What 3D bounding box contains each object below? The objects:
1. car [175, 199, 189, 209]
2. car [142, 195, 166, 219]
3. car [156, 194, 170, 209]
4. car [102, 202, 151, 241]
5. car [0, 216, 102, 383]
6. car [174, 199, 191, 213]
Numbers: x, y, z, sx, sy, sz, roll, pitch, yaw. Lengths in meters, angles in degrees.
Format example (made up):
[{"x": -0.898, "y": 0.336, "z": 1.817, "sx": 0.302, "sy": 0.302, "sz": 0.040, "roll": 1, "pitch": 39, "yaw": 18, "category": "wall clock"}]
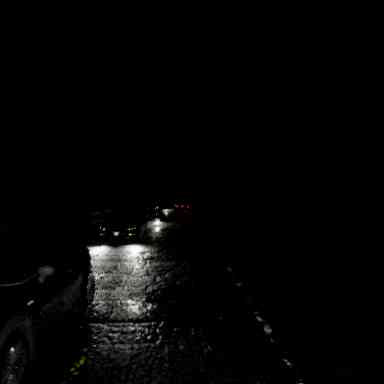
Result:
[{"x": -1.461, "y": 1.687, "z": 49.290, "sx": 1.895, "sy": 1.301, "sz": 4.718, "roll": 0, "pitch": 0, "yaw": -2, "category": "car"}, {"x": -3.753, "y": 1.401, "z": 29.656, "sx": 2.097, "sy": 1.767, "sz": 4.553, "roll": 0, "pitch": 0, "yaw": -1, "category": "car"}, {"x": -4.343, "y": 1.304, "z": 47.249, "sx": 2.150, "sy": 2.045, "sz": 5.566, "roll": 0, "pitch": 0, "yaw": -2, "category": "car"}, {"x": -3.363, "y": 1.529, "z": 16.889, "sx": 1.837, "sy": 1.490, "sz": 4.892, "roll": 0, "pitch": 1, "yaw": -2, "category": "car"}, {"x": -2.982, "y": 1.359, "z": 4.921, "sx": 2.097, "sy": 1.767, "sz": 4.553, "roll": 0, "pitch": 0, "yaw": -2, "category": "car"}, {"x": -1.127, "y": 1.614, "z": 38.820, "sx": 2.033, "sy": 1.411, "sz": 5.357, "roll": 0, "pitch": 0, "yaw": -2, "category": "car"}]
